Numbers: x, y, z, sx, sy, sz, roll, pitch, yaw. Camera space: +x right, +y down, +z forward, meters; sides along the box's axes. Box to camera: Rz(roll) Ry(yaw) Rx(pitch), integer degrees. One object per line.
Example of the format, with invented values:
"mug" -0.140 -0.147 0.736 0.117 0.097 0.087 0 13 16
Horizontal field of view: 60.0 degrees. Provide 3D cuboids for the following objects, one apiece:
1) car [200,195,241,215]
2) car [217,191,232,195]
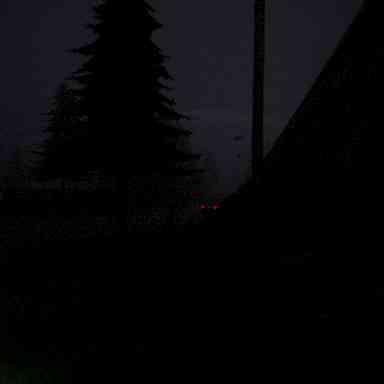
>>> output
"car" 2.447 1.290 30.061 2.033 1.411 5.357 1 1 25
"car" 5.152 0.780 53.071 2.150 2.045 5.566 1 0 5
